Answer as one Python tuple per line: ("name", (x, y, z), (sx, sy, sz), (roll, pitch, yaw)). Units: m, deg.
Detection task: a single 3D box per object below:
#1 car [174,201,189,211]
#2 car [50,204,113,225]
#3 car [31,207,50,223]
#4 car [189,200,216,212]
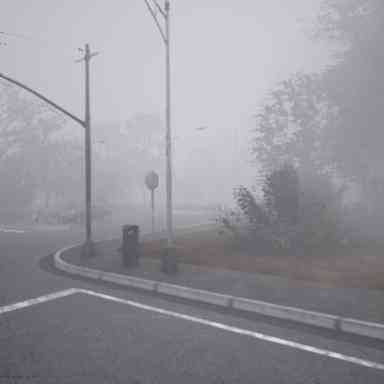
("car", (-0.758, 1.932, 46.383), (1.994, 1.385, 4.181), (-1, -1, 32))
("car", (-8.710, 1.809, 27.260), (1.837, 1.490, 4.892), (-1, 0, 32))
("car", (-11.603, 1.843, 29.235), (2.128, 1.511, 4.902), (-1, 0, 32))
("car", (1.968, 1.846, 44.147), (1.812, 1.442, 4.674), (-1, 0, 32))
